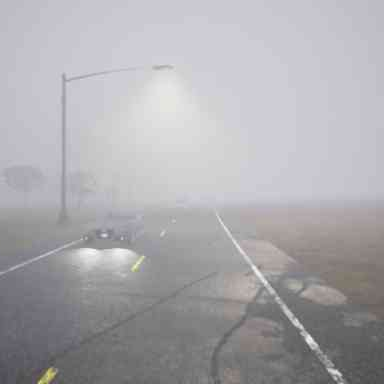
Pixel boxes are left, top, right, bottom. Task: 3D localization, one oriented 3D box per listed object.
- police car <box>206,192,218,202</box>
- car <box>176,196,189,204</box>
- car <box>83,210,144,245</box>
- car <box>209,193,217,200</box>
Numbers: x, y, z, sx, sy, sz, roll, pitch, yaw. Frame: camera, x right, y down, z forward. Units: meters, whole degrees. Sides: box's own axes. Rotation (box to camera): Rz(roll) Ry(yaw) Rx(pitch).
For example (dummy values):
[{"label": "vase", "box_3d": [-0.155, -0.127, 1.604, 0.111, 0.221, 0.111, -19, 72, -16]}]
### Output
[{"label": "police car", "box_3d": [3.812, 1.206, 67.232, 1.930, 1.638, 5.238, 0, 0, 5]}, {"label": "car", "box_3d": [-1.577, 1.382, 56.708, 1.994, 1.385, 4.181, 0, 0, 4]}, {"label": "car", "box_3d": [-3.432, 1.517, 15.131, 1.994, 1.385, 4.181, 0, 0, 1]}, {"label": "car", "box_3d": [5.268, 1.178, 83.192, 1.801, 1.575, 5.366, 0, 0, 6]}]
